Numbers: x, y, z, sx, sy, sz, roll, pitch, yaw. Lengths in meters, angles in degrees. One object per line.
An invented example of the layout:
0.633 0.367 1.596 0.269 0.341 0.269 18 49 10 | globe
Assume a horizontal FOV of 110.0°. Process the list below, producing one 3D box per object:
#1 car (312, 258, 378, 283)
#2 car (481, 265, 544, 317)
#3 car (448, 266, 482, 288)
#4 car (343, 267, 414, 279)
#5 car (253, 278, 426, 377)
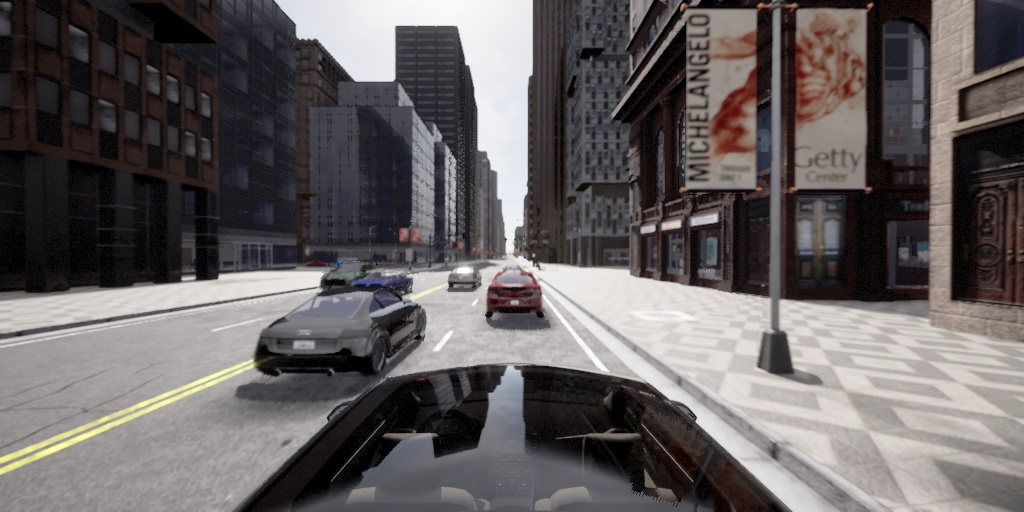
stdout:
-9.862 1.189 22.128 2.097 1.767 4.553 0 0 0 | car
0.088 1.279 13.464 1.882 1.535 5.008 0 0 0 | car
-3.178 1.396 24.786 2.033 1.411 5.357 0 0 0 | car
-6.610 1.424 18.617 1.895 1.301 4.718 0 0 0 | car
-3.180 1.340 7.516 1.994 1.385 4.181 0 0 0 | car
